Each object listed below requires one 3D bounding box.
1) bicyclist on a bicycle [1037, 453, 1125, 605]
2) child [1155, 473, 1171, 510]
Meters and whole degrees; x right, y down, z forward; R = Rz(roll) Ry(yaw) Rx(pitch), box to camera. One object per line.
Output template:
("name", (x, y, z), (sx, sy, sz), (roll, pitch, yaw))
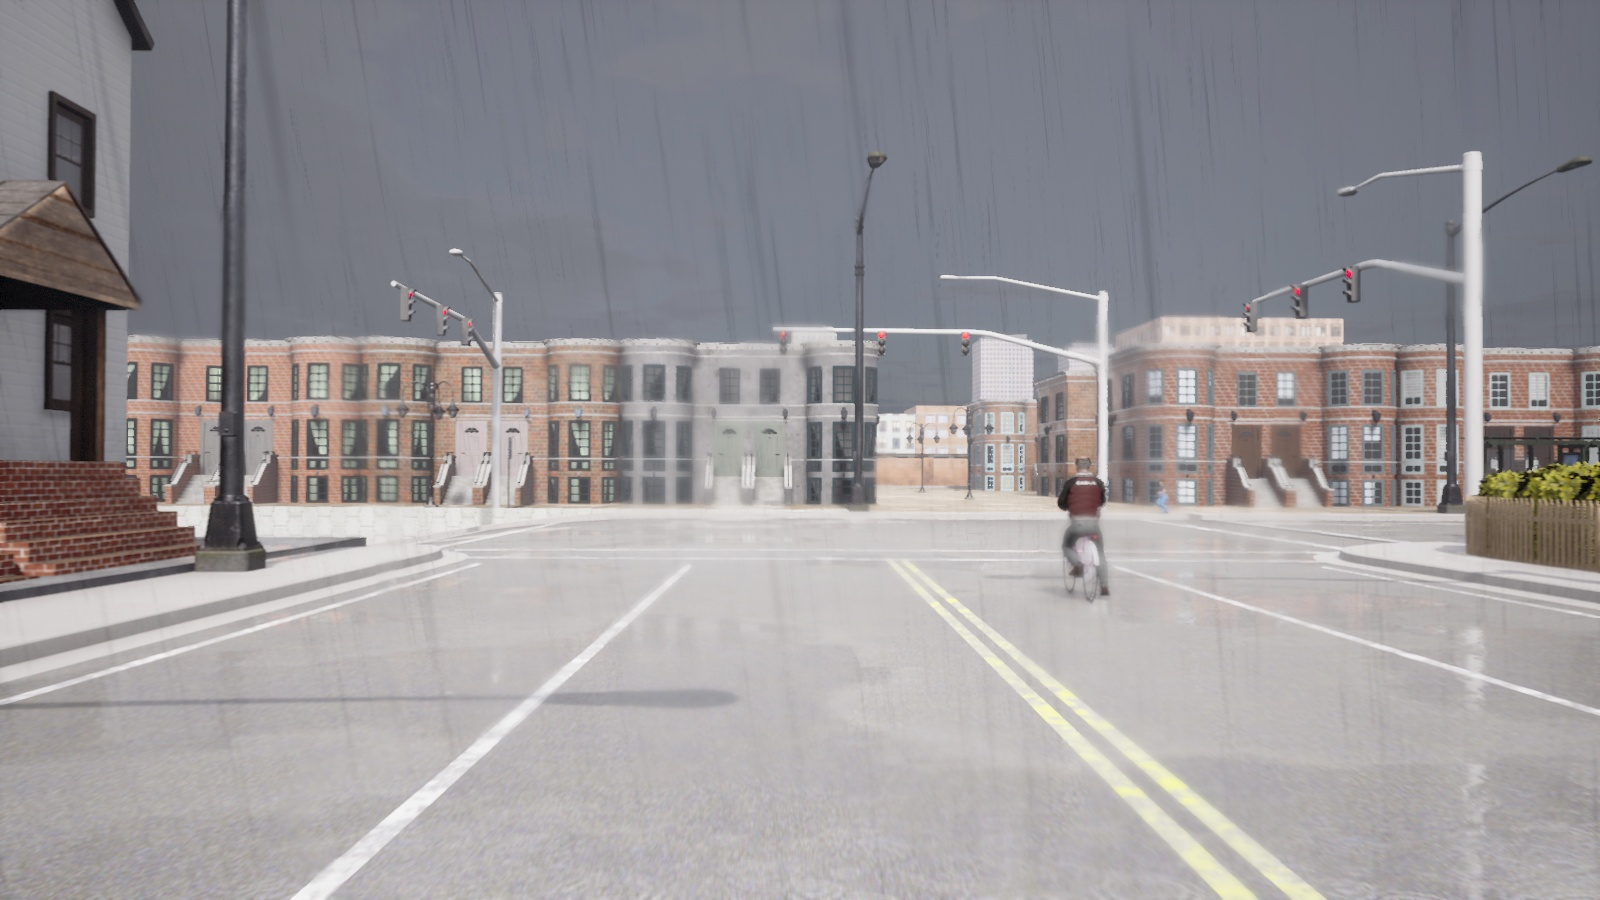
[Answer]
("bicyclist on a bicycle", (3.463, 0.933, 15.613), (0.659, 1.776, 1.843), (0, -1, 0))
("child", (12.400, 1.409, 42.889), (0.437, 1.263, 0.270), (0, -1, -1))
